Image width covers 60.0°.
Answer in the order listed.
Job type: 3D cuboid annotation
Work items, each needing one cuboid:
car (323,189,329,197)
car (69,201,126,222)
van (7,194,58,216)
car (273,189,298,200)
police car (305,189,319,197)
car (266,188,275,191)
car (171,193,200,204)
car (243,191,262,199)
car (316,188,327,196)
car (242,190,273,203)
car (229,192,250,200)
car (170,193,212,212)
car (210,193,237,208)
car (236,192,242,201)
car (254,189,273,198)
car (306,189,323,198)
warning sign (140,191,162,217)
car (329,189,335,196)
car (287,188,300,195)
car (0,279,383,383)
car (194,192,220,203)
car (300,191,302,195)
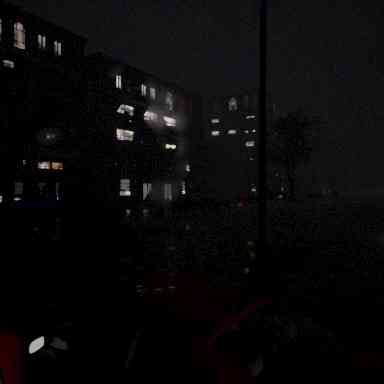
[{"bbox_3d":[28.301,0.361,74.034,2.008,1.369,4.403,2,2,35],"label":"car"},{"bbox_3d":[-6.676,1.329,23.745,1.947,1.339,4.313,2,2,35],"label":"car"},{"bbox_3d":[-13.553,1.035,28.523,1.690,1.788,3.998,2,2,35],"label":"van"},{"bbox_3d":[15.680,0.676,55.886,1.752,1.417,4.829,2,2,35],"label":"car"},{"bbox_3d":[27.663,0.191,76.647,1.930,1.638,5.238,0,1,32],"label":"police car"},{"bbox_3d":[13.187,0.357,57.029,2.150,2.045,5.566,1,1,35],"label":"car"},{"bbox_3d":[-0.836,0.910,46.816,1.947,1.339,4.313,2,2,35],"label":"car"},{"bbox_3d":[11.786,0.526,64.963,1.752,1.417,4.829,2,2,35],"label":"car"},{"bbox_3d":[33.119,-0.033,84.768,2.097,1.767,4.553,0,1,28],"label":"car"},{"bbox_3d":[9.223,0.877,46.603,2.008,1.369,4.403,2,2,35],"label":"car"},{"bbox_3d":[8.703,0.650,60.533,1.947,1.339,4.313,2,2,35],"label":"car"},{"bbox_3d":[-0.317,1.132,32.887,1.887,1.381,4.507,2,2,35],"label":"car"},{"bbox_3d":[2.863,1.051,37.459,2.008,1.369,4.403,2,2,35],"label":"car"},{"bbox_3d":[7.563,0.816,48.861,1.812,1.442,4.674,1,1,35],"label":"car"},{"bbox_3d":[15.066,0.227,69.670,2.192,1.841,5.009,2,2,35],"label":"car"},{"bbox_3d":[25.122,0.446,69.464,2.008,1.369,4.403,2,2,35],"label":"car"},{"bbox_3d":[-3.057,0.851,24.823,1.300,1.860,1.060,-1,0,35],"label":"warning sign"},{"bbox_3d":[34.662,0.080,83.176,1.967,1.590,4.097,2,2,35],"label":"car"},{"bbox_3d":[24.604,-0.029,83.385,2.192,1.841,5.009,2,2,35],"label":"car"},{"bbox_3d":[-0.316,1.544,3.095,4.507,1.381,1.887,0,0,36],"label":"car"},{"bbox_3d":[2.343,0.808,51.388,2.008,1.369,4.403,2,2,35],"label":"car"},{"bbox_3d":[27.781,0.115,87.963,1.887,1.381,4.507,2,2,35],"label":"car"}]
